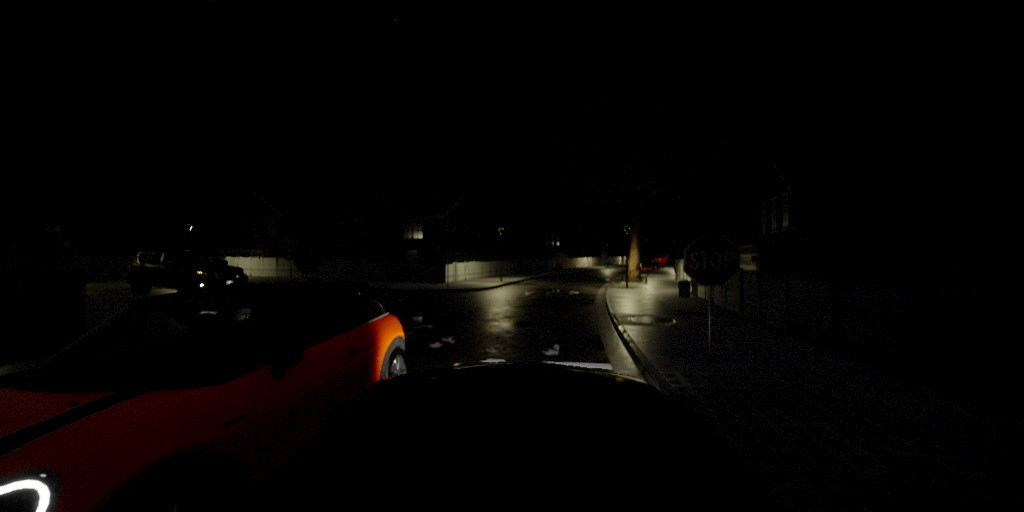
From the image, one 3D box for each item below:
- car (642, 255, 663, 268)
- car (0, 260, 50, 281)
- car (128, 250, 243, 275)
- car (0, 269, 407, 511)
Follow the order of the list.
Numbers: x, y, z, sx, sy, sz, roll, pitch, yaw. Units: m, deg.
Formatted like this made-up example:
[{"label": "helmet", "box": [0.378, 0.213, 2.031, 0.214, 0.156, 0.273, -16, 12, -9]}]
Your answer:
[{"label": "car", "box": [20.640, 1.027, 53.363, 1.837, 1.490, 4.892, 0, 0, 32]}, {"label": "car", "box": [-29.538, 0.932, 21.152, 4.181, 1.385, 1.994, 1, 0, 16]}, {"label": "car", "box": [-15.005, 0.760, 16.580, 5.566, 2.045, 2.150, 1, 0, 18]}, {"label": "car", "box": [-2.724, 1.098, 3.365, 2.097, 1.767, 4.553, 0, 0, 5]}]
